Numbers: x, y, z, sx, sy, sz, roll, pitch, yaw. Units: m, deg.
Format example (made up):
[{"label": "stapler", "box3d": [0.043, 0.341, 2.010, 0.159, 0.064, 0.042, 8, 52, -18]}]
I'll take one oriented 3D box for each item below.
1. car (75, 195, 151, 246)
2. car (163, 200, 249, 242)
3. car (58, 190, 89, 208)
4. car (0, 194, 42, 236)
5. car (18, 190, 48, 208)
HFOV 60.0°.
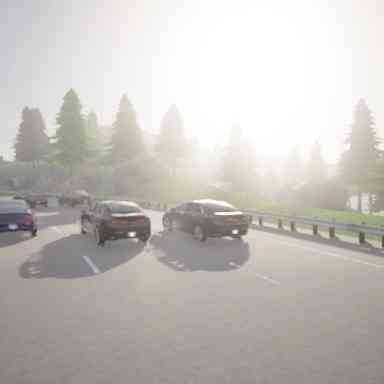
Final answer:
[{"label": "car", "box3d": [-3.186, 1.088, 13.274, 1.837, 1.490, 4.892, 0, 2, -29]}, {"label": "car", "box3d": [0.394, 1.087, 13.982, 1.837, 1.490, 4.892, 0, 2, -28]}, {"label": "car", "box3d": [-10.435, 0.579, 29.759, 1.812, 1.442, 4.674, -1, 2, -41]}, {"label": "car", "box3d": [-7.852, 1.050, 14.410, 1.812, 1.442, 4.674, -1, 2, -30]}, {"label": "car", "box3d": [-13.839, 0.569, 28.329, 2.128, 1.511, 4.902, -1, 2, -41]}]
